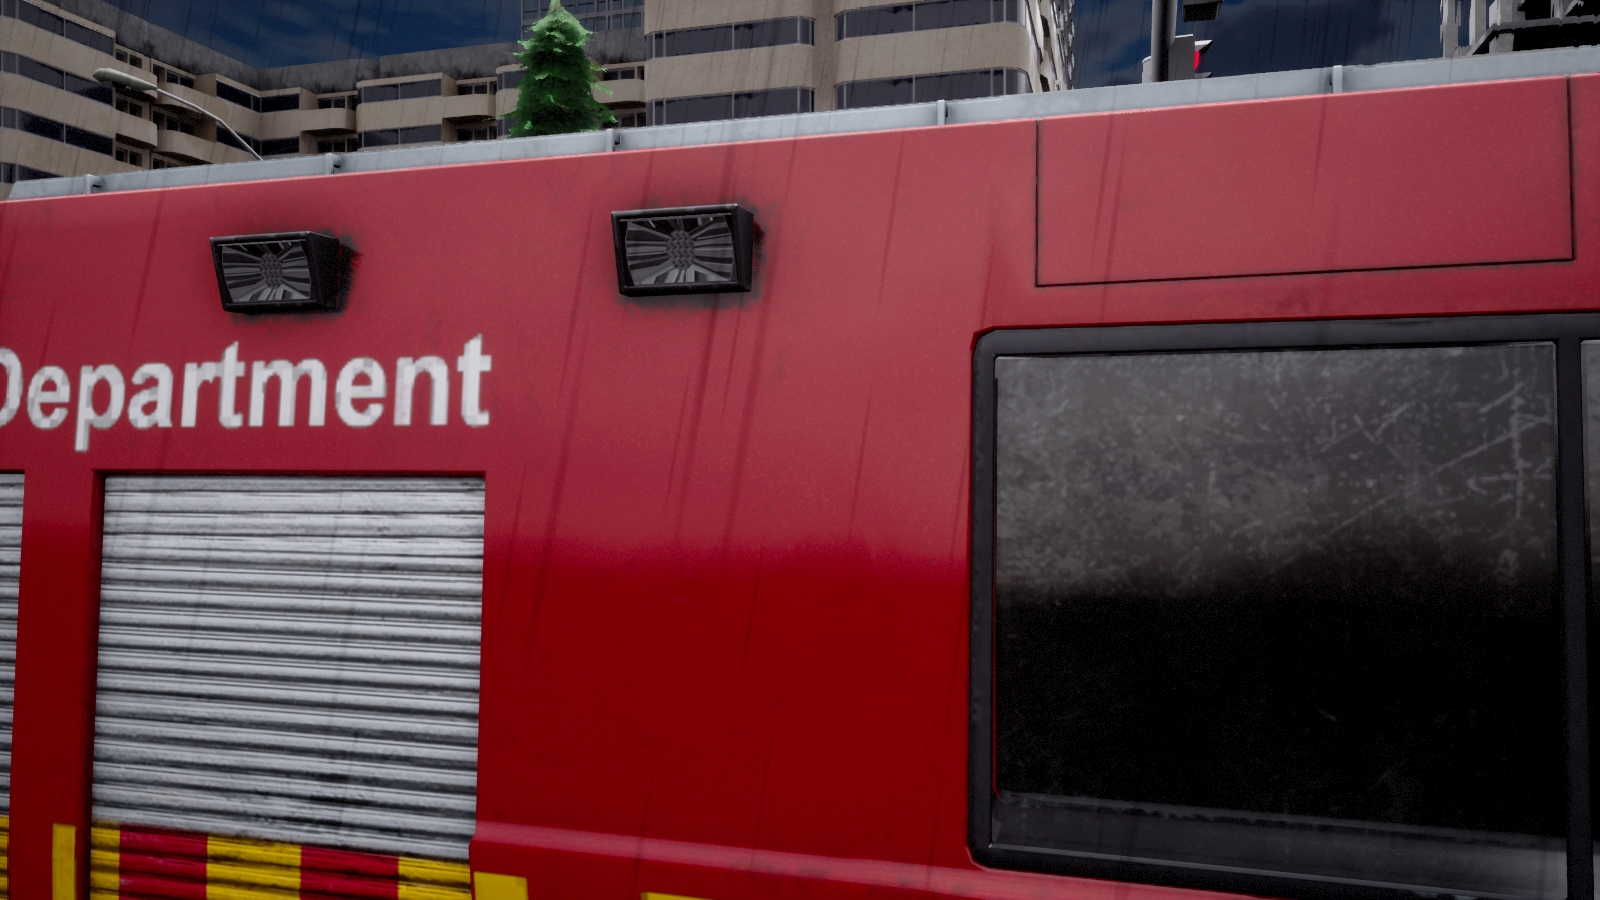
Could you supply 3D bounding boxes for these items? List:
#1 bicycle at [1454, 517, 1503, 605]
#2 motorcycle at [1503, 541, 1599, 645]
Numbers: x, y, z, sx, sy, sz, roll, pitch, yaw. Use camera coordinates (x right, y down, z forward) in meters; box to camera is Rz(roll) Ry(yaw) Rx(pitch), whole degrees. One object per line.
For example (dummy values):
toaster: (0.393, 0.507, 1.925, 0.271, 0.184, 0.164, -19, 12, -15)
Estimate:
bicycle: (12.788, 2.060, 21.569, 0.329, 1.471, 1.835, 0, 0, 16)
motorcycle: (11.678, 2.155, 17.664, 0.764, 1.307, 2.356, 0, 0, 16)
